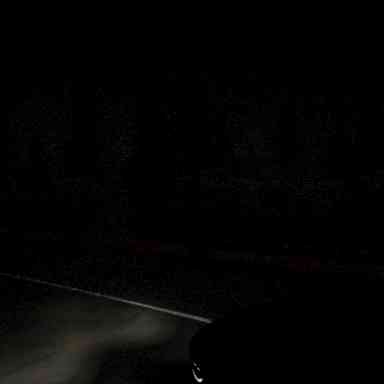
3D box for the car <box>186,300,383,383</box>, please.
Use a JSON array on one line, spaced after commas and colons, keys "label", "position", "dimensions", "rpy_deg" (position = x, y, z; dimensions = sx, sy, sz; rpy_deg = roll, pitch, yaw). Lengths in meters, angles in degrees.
[{"label": "car", "position": [2.225, 1.467, 2.230], "dimensions": [5.008, 1.535, 1.882], "rpy_deg": [0, 0, 36]}]
